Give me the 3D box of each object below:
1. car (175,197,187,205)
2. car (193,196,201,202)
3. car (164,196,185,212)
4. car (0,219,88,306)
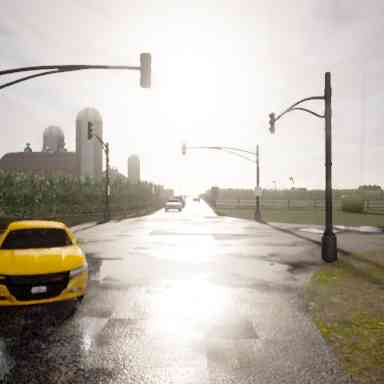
[{"bbox_3d":[-1.951,1.613,60.102,2.033,1.411,5.357,0,0,1],"label":"car"},{"bbox_3d":[1.093,1.714,80.184,1.895,1.301,4.718,0,0,1],"label":"car"},{"bbox_3d":[-2.197,1.559,40.094,1.812,1.442,4.674,0,0,1],"label":"car"},{"bbox_3d":[-3.814,1.476,8.235,1.882,1.535,5.008,1,0,-26],"label":"car"}]
